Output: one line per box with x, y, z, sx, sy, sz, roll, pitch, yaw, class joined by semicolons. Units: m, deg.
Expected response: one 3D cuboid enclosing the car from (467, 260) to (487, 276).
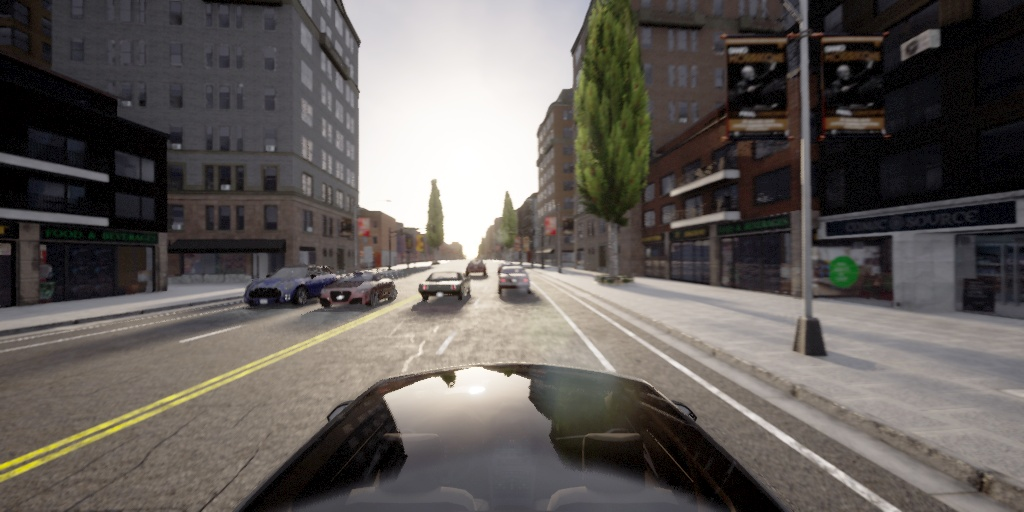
-3.810;1.164;38.812;2.097;1.767;4.553;-1;0;-3;car

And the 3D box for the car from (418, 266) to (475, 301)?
-3.126;1.385;17.687;1.895;1.301;4.718;-1;0;0;car

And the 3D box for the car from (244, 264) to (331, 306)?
-9.776;1.200;16.332;2.097;1.767;4.553;-1;0;0;car

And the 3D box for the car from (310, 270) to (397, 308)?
-6.521;1.380;15.604;1.994;1.385;4.181;-1;0;0;car

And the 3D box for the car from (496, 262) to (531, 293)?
0.083;1.302;20.790;2.033;1.411;5.357;-1;0;-1;car
